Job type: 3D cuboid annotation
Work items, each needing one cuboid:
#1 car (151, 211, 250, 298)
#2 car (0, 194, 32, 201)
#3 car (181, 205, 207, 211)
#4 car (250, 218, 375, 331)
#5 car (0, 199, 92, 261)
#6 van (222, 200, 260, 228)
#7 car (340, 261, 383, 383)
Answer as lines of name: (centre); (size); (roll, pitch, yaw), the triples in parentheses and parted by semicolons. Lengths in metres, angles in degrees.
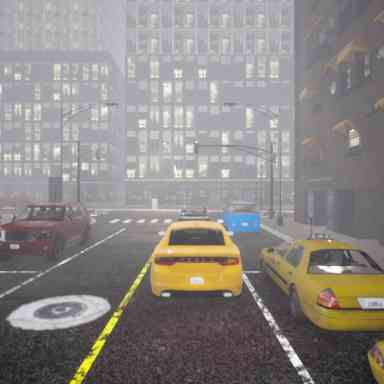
car: (0.108, 1.478, 8.588); (1.882, 1.535, 5.008); (0, 0, 0)
car: (-20.833, 1.107, 38.090); (5.009, 1.841, 2.192); (1, -1, 0)
car: (0.125, 1.494, 19.059); (2.128, 1.511, 4.902); (0, 0, 0)
car: (2.576, 1.526, 6.977); (1.752, 1.417, 4.829); (0, 0, 0)
car: (-5.298, 1.316, 12.457); (2.192, 1.841, 5.009); (0, 0, 0)
van: (2.588, 1.344, 18.088); (1.690, 1.788, 3.998); (0, 0, 0)
car: (2.570, 1.525, 1.337); (1.752, 1.417, 4.829); (0, 0, 0)
